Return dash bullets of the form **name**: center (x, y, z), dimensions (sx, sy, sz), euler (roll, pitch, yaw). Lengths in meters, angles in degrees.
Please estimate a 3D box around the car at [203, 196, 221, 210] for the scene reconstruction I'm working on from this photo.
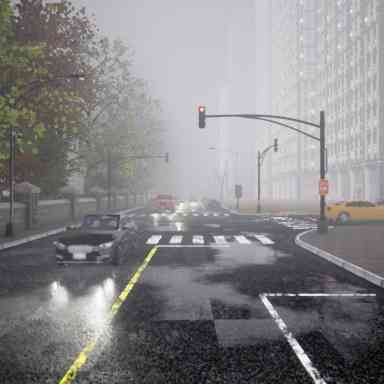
- **car**: center (2.795, 1.587, 42.766), dimensions (1.947, 1.339, 4.313), euler (0, 0, 0)

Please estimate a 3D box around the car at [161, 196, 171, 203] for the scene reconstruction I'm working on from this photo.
- **car**: center (-5.516, 1.578, 70.779), dimensions (1.752, 1.417, 4.829), euler (0, 0, 0)

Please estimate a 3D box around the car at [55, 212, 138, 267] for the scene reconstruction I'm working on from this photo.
- **car**: center (-3.072, 1.494, 11.549), dimensions (2.128, 1.511, 4.902), euler (0, 0, 0)

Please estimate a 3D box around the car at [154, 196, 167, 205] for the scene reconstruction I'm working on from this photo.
- **car**: center (-5.543, 1.478, 59.684), dimensions (1.967, 1.590, 4.097), euler (0, 0, 0)

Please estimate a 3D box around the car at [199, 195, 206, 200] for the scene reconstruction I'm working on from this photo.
- **car**: center (2.918, 1.642, 93.457), dimensions (2.008, 1.369, 4.403), euler (0, 0, 0)

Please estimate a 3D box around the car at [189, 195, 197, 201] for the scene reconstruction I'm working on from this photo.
- **car**: center (0.195, 1.442, 80.059), dimensions (1.837, 1.490, 4.892), euler (0, 0, 0)

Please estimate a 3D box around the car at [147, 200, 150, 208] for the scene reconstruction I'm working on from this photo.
- **car**: center (-5.571, 1.608, 48.419), dimensions (1.802, 1.307, 4.206), euler (0, 0, 0)

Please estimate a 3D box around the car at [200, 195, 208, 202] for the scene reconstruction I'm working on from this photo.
- **car**: center (2.892, 1.511, 82.192), dimensions (1.967, 1.590, 4.097), euler (0, 0, 0)

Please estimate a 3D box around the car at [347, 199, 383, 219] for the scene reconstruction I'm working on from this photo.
- **car**: center (14.871, 1.263, 25.948), dimensions (4.674, 1.442, 1.812), euler (-1, 0, 0)

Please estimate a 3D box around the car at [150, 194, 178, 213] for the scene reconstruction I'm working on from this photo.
- **car**: center (-3.010, 1.238, 37.223), dimensions (2.150, 2.045, 5.566), euler (0, 0, 0)

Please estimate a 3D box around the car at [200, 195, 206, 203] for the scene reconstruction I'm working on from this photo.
- **car**: center (2.823, 1.597, 54.031), dimensions (1.947, 1.339, 4.313), euler (0, 0, 0)

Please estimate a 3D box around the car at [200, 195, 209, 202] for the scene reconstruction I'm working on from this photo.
- **car**: center (2.878, 1.502, 76.561), dimensions (1.967, 1.590, 4.097), euler (0, 0, 0)

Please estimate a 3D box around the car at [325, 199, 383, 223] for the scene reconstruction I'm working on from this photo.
- **car**: center (11.452, 1.255, 22.790), dimensions (5.008, 1.535, 1.882), euler (-1, 0, 2)

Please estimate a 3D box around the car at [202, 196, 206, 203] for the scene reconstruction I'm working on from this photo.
- **car**: center (2.809, 1.592, 48.399), dimensions (1.947, 1.339, 4.313), euler (0, 0, 0)

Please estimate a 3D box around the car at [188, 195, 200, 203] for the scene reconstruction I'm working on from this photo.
- **car**: center (0.170, 1.639, 70.089), dimensions (1.895, 1.301, 4.718), euler (0, 0, 0)

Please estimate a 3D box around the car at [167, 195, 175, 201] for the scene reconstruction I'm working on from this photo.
- **car**: center (-5.476, 1.626, 87.845), dimensions (1.887, 1.381, 4.507), euler (0, 0, 0)

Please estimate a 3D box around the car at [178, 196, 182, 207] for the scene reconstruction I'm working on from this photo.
- **car**: center (-2.964, 1.535, 52.767), dimensions (1.837, 1.490, 4.892), euler (0, 0, 0)

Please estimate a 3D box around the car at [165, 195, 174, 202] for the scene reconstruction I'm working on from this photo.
- **car**: center (-5.488, 1.511, 82.213), dimensions (1.967, 1.590, 4.097), euler (0, 0, 0)
